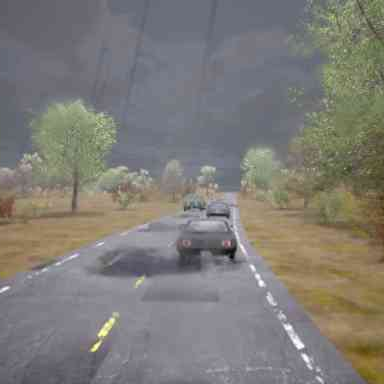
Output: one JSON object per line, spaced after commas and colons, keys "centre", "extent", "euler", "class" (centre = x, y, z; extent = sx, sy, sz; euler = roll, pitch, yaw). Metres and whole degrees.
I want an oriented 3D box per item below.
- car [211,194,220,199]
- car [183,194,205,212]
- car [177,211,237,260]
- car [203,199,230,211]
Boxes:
{"centre": [5.552, 1.267, 79.876], "extent": [2.097, 1.767, 4.553], "euler": [0, 0, 7], "class": "car"}
{"centre": [0.324, 1.207, 39.025], "extent": [2.150, 2.045, 5.566], "euler": [0, 0, 7], "class": "car"}
{"centre": [0.596, 1.601, 12.408], "extent": [1.895, 1.301, 4.718], "euler": [0, 0, 4], "class": "car"}
{"centre": [2.358, 1.558, 29.493], "extent": [1.994, 1.385, 4.181], "euler": [0, 0, 7], "class": "car"}
